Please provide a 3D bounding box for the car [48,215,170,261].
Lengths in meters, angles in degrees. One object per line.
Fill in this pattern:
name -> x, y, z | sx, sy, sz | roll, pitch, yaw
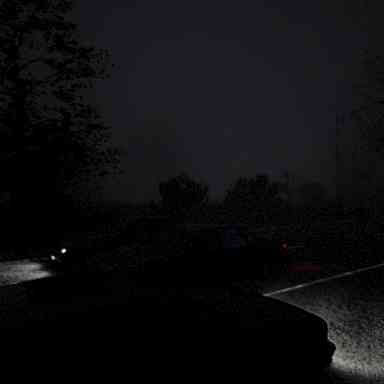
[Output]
car -> -1.835, 1.503, 11.180 | 5.357, 1.411, 2.033 | 0, 0, -34

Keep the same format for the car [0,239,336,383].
car -> -0.953, 1.538, 3.069 | 5.357, 1.411, 2.033 | -1, 0, -35

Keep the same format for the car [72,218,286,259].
car -> 0.110, 1.506, 8.270 | 5.357, 1.411, 2.033 | 0, 0, -34
